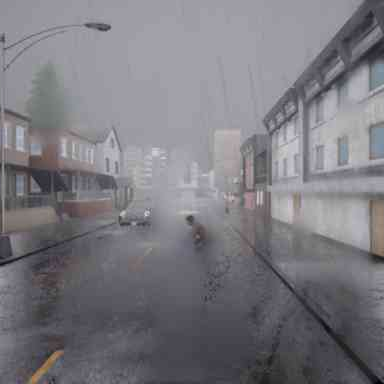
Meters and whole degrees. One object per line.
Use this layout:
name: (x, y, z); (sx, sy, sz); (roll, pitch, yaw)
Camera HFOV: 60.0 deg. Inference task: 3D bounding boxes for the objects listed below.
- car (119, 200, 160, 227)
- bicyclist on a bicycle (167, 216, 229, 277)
car: (-3.475, 1.349, 22.619); (2.097, 1.767, 4.553); (0, 0, 2)
bicyclist on a bicycle: (0.142, 1.441, 8.740); (1.656, 1.620, 0.582); (-2, 0, 2)
